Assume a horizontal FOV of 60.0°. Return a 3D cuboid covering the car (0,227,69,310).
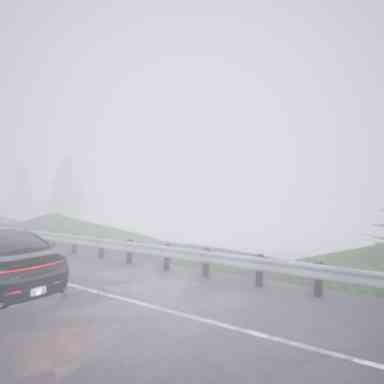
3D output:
[{"bbox_3d":[-4.718,1.534,7.356,4.892,1.490,1.837,0,0,35],"label":"car"}]
